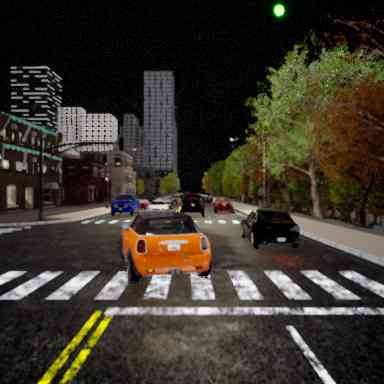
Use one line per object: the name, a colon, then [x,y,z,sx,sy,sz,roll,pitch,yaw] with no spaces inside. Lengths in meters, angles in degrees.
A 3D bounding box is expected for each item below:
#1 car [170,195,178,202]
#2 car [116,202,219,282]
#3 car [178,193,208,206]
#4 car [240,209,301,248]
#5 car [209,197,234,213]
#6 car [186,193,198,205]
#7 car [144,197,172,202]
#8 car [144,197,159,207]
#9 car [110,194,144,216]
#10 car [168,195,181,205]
car: [-3.324,1.529,42.353,2.128,1.511,4.902,0,0,0]
car: [-1.015,1.362,10.119,2.097,1.767,4.553,0,0,-16]
car: [0.100,1.251,32.197,2.150,2.045,5.566,0,0,0]
car: [3.350,1.521,14.867,1.837,1.490,4.892,0,0,0]
car: [3.350,1.385,36.744,2.097,1.767,4.553,0,0,0]
car: [-0.002,1.274,62.914,2.150,2.045,5.566,0,0,0]
car: [-3.345,1.556,33.132,1.812,1.442,4.674,0,0,0]
car: [-6.501,1.551,53.656,1.837,1.490,4.892,0,0,0]
car: [-6.591,1.252,33.477,2.150,2.045,5.566,0,0,0]
car: [-3.250,1.405,62.725,2.097,1.767,4.553,0,0,0]
